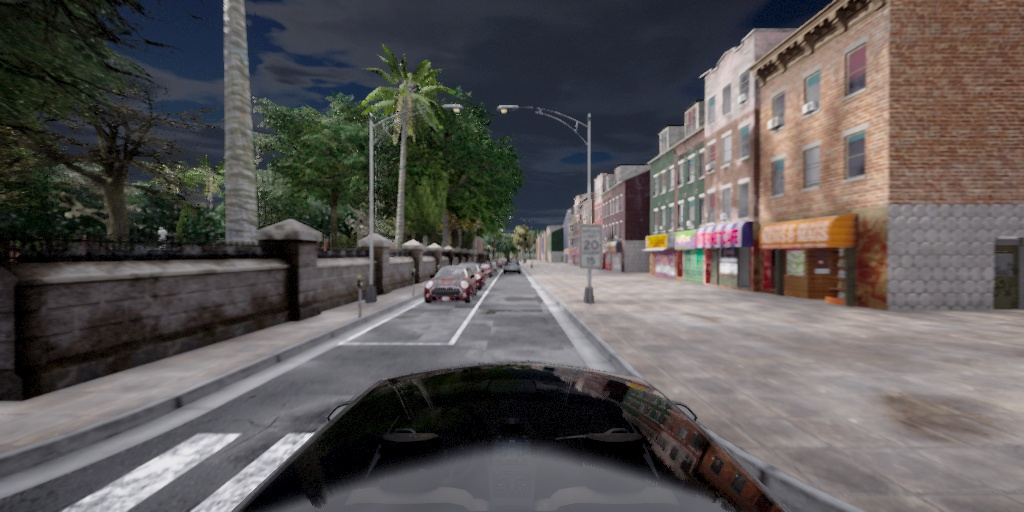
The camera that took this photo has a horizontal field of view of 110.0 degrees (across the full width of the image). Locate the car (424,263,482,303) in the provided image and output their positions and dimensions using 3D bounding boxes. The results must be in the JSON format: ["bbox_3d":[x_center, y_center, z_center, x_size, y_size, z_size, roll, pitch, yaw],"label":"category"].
[{"bbox_3d":[-2.638,1.164,16.212,1.967,1.591,4.097,0,0,0],"label":"car"}]

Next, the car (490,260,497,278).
[{"bbox_3d":[-2.639,1.296,33.277,1.802,1.307,4.207,0,0,0],"label":"car"}]

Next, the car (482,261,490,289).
[{"bbox_3d":[-2.637,1.158,21.900,1.967,1.591,4.097,0,0,0],"label":"car"}]

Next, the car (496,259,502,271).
[{"bbox_3d":[-2.640,1.271,44.654,2.007,1.370,4.403,0,0,0],"label":"car"}]

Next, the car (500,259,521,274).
[{"bbox_3d":[0.000,1.286,40.321,1.994,1.385,4.181,0,0,0],"label":"car"}]
